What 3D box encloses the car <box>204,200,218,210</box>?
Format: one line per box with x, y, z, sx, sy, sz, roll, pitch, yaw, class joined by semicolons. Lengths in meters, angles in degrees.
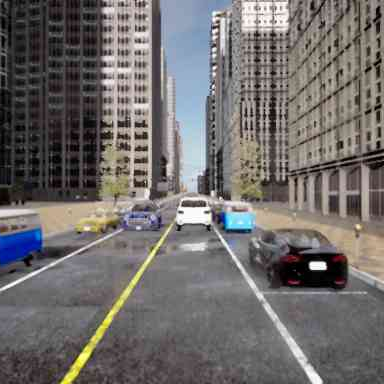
2.735;1.873;49.056;1.752;1.417;4.829;0;0;0;car

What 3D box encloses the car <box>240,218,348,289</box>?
2.699;1.638;9.205;1.947;1.339;4.313;0;0;0;car

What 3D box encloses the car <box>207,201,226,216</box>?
2.725;1.800;37.718;1.752;1.417;4.829;0;0;0;car

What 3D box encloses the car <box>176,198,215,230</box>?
0.123;1.391;22.471;2.150;2.045;5.566;0;0;0;car

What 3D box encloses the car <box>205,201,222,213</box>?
2.730;1.861;43.215;2.008;1.369;4.403;0;0;0;car

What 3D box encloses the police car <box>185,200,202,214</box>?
0.138;1.807;41.793;2.038;1.542;4.974;0;0;0;police car

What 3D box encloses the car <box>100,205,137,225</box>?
-5.666;1.745;26.216;2.008;1.369;4.403;0;0;0;car

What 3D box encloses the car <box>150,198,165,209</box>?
-5.640;1.820;54.560;1.967;1.590;4.097;0;0;0;car

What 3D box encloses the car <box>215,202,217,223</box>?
2.714;1.761;26.210;1.947;1.339;4.313;0;0;0;car

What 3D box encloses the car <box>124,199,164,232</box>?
-3.081;1.513;21.476;2.097;1.767;4.553;0;0;0;car

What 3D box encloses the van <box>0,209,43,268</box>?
-5.681;1.412;9.214;1.690;1.788;3.998;0;0;0;van

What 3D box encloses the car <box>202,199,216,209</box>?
2.740;1.932;54.553;2.008;1.369;4.403;0;0;0;car

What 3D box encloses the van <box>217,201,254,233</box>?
2.710;1.496;20.543;1.690;1.788;3.998;0;0;0;van

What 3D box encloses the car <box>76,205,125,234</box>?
-5.671;1.678;20.379;1.752;1.417;4.829;0;0;0;car
